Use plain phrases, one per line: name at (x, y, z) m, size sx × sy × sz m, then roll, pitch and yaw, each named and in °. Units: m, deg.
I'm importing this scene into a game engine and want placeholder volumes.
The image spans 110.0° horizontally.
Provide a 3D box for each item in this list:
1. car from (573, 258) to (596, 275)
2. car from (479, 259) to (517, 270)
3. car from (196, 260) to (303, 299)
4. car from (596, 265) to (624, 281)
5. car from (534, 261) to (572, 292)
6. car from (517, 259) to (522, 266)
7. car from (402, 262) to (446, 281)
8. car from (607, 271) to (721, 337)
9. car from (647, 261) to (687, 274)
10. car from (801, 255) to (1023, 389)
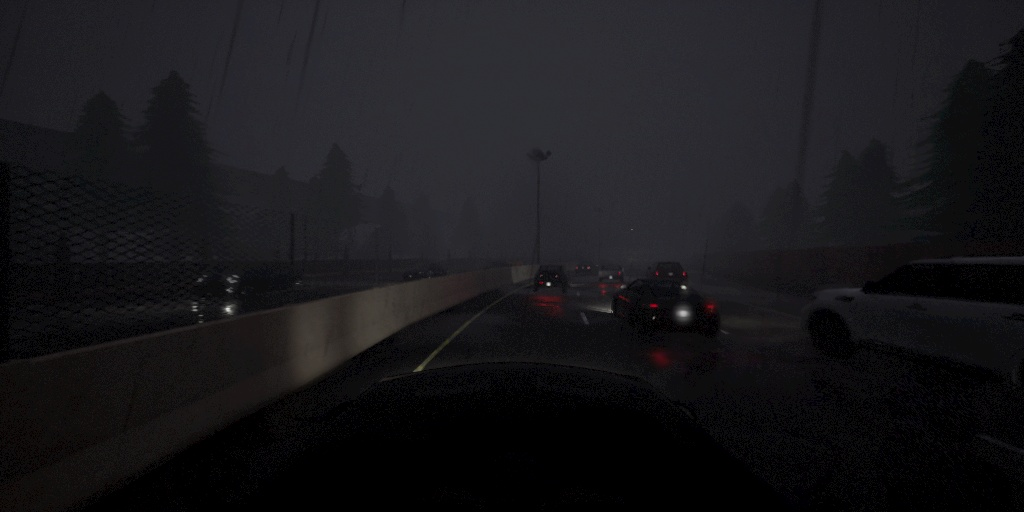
car at (8.348, 1.294, 39.978) m, size 2.033 × 1.411 × 5.357 m, roll 0°, pitch 0°, yaw 22°
car at (-1.583, 1.198, 33.781) m, size 2.128 × 1.511 × 4.902 m, roll 0°, pitch 0°, yaw 19°
car at (-12.641, 1.023, 17.637) m, size 2.097 × 1.767 × 4.553 m, roll 0°, pitch 0°, yaw 9°
car at (8.282, 1.359, 29.646) m, size 1.895 × 1.301 × 4.718 m, roll 0°, pitch 0°, yaw 18°
car at (2.457, 1.244, 21.428) m, size 1.837 × 1.490 × 4.892 m, roll 0°, pitch 0°, yaw 12°
car at (0.022, 1.165, 57.329) m, size 1.882 × 1.535 × 5.008 m, roll 0°, pitch 0°, yaw 22°
car at (-6.833, 1.213, 28.468) m, size 1.812 × 1.442 × 4.674 m, roll 0°, pitch 0°, yaw 15°
car at (4.210, 1.324, 10.412) m, size 1.994 × 1.385 × 4.181 m, roll 0°, pitch 0°, yaw 5°
car at (10.329, 1.126, 24.156) m, size 2.097 × 1.767 × 4.553 m, roll 0°, pitch 0°, yaw 15°
car at (7.263, 1.002, 5.366) m, size 2.150 × 2.045 × 5.566 m, roll 0°, pitch 0°, yaw 2°
